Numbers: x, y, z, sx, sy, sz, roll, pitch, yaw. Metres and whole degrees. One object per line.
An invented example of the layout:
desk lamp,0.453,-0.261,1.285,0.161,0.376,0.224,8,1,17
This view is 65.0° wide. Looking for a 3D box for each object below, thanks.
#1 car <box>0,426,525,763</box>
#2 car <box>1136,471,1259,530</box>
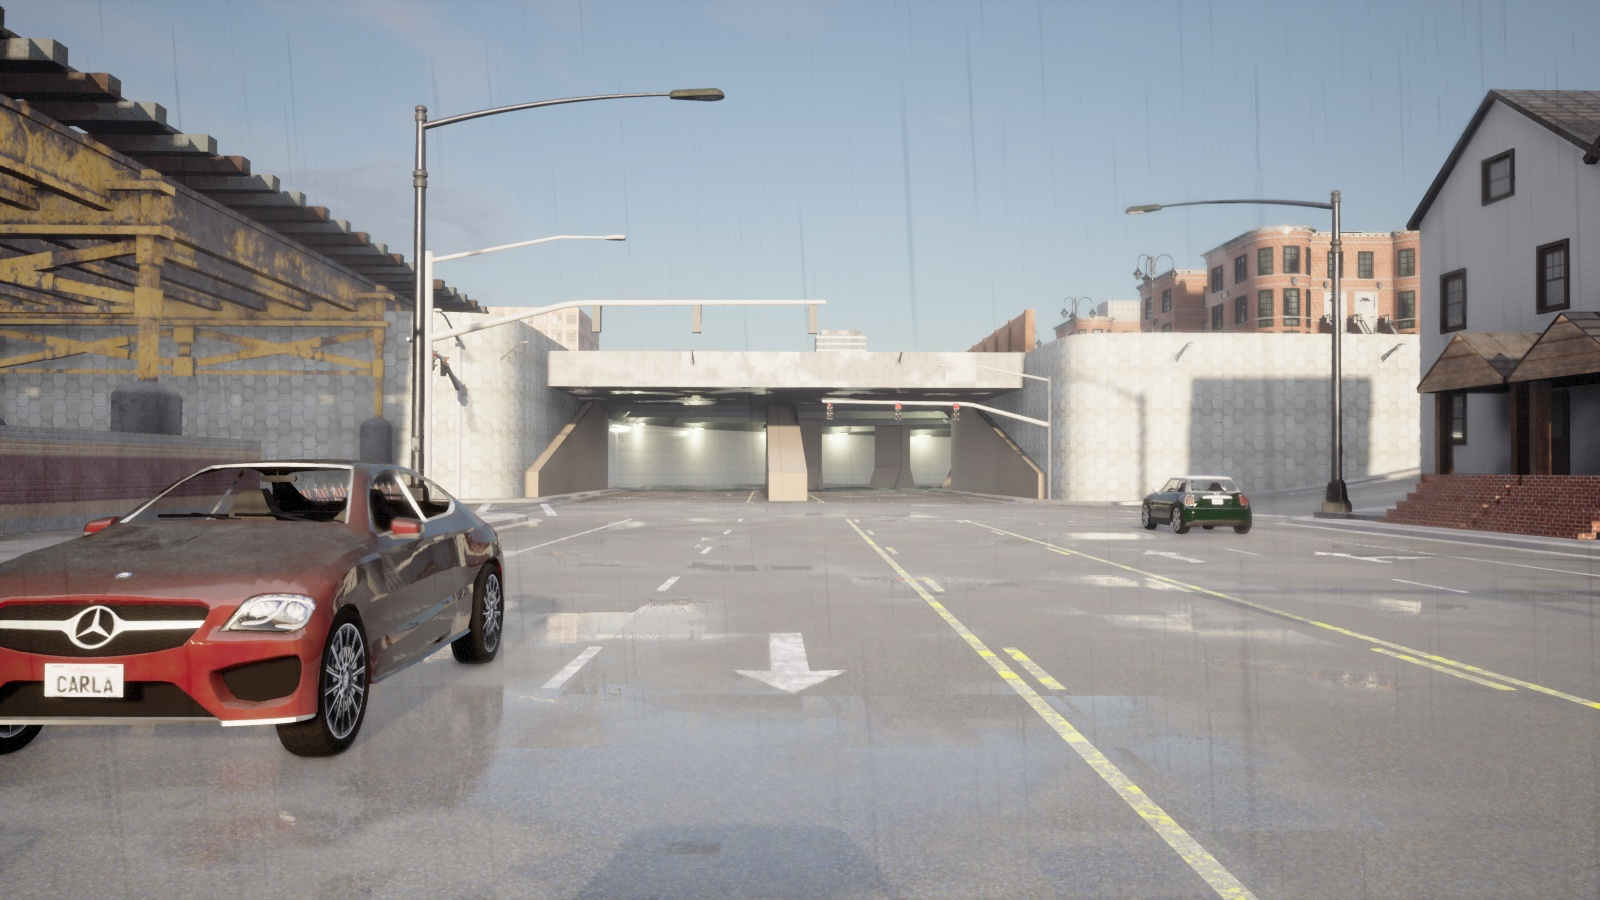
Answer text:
car,-3.521,0.753,8.692,2.152,1.651,5.027,0,-1,0
car,10.448,1.296,33.317,1.970,1.475,3.806,0,-1,-1
